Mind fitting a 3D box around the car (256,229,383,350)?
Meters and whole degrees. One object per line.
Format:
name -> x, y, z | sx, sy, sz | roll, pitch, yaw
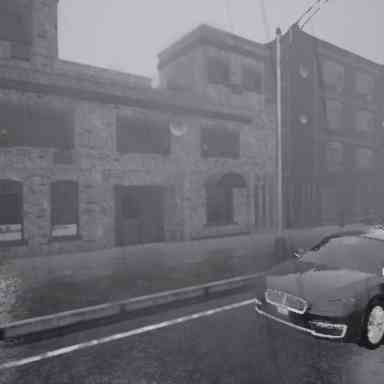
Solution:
car -> 3.332, 1.530, 6.370 | 4.892, 1.490, 1.837 | 0, 0, -36
